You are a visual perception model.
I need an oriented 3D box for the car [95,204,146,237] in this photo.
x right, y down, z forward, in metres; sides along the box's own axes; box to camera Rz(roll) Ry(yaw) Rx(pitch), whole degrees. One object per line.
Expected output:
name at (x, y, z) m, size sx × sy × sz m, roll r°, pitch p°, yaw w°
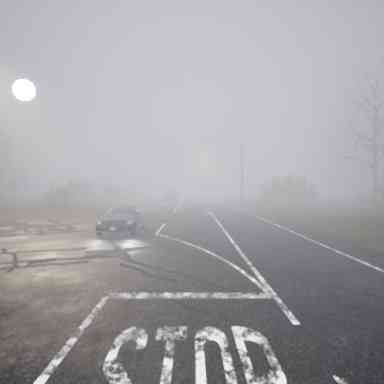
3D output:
car at (-3.515, 1.348, 17.106) m, size 1.812 × 1.442 × 4.674 m, roll 0°, pitch 0°, yaw 0°

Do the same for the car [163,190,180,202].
car at (-3.580, 0.655, 55.754) m, size 2.150 × 2.045 × 5.566 m, roll 0°, pitch 1°, yaw 0°

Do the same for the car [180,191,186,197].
car at (-2.773, 0.581, 88.133) m, size 2.128 × 1.511 × 4.902 m, roll 0°, pitch 1°, yaw 7°
